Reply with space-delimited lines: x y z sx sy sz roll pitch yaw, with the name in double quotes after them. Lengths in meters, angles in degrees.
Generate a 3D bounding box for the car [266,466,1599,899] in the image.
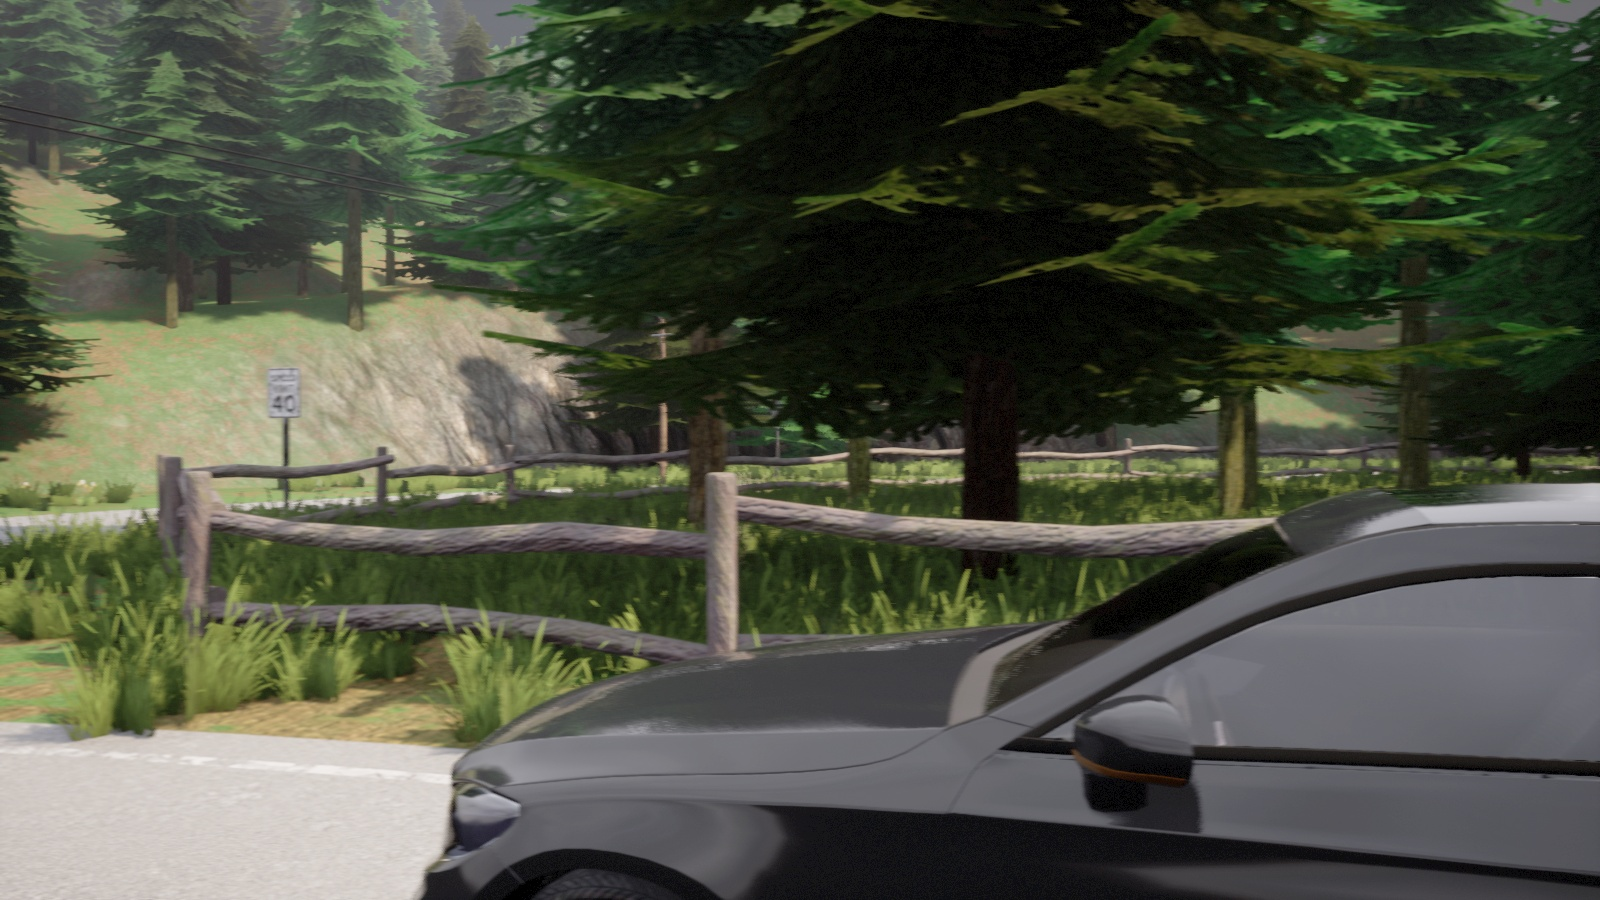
1.345 0.811 2.765 4.674 1.442 1.812 1 1 21 "car"
